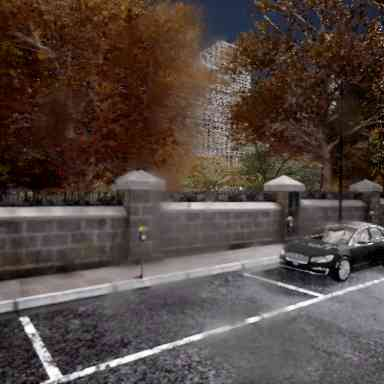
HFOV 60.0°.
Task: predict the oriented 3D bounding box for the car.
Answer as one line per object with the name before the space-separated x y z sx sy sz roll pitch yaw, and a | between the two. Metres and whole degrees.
car | 4.409 1.567 9.693 4.403 1.369 2.008 0 1 -36
